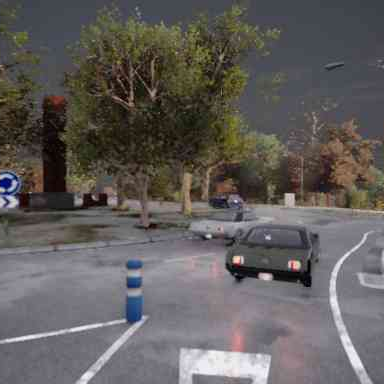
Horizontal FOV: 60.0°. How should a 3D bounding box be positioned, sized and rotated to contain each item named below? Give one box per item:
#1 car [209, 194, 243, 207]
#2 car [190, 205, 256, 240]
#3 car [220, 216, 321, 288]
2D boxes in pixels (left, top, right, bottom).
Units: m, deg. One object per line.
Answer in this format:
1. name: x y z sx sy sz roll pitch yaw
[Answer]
1. car: 3.675 1.002 36.791 2.097 1.767 4.553 0 1 -26
2. car: 2.072 1.476 15.175 1.895 1.301 4.718 1 1 39
3. car: 2.499 1.541 9.257 1.895 1.301 4.718 1 1 24
